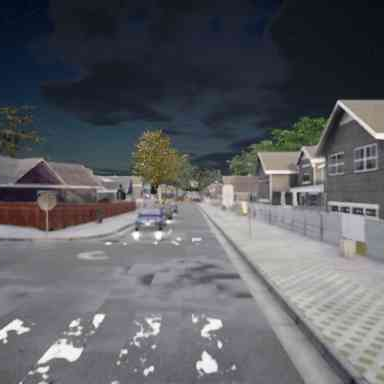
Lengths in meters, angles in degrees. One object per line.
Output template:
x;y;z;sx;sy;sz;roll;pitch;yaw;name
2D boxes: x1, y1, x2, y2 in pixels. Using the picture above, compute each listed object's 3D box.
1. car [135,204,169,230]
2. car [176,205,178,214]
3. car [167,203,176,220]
-2.889;1.855;23.960;1.812;1.442;4.674;0;-1;0;car
-2.916;2.214;45.097;1.994;1.385;4.181;0;-1;0;car
-2.908;1.986;34.143;1.837;1.490;4.892;0;-1;0;car
